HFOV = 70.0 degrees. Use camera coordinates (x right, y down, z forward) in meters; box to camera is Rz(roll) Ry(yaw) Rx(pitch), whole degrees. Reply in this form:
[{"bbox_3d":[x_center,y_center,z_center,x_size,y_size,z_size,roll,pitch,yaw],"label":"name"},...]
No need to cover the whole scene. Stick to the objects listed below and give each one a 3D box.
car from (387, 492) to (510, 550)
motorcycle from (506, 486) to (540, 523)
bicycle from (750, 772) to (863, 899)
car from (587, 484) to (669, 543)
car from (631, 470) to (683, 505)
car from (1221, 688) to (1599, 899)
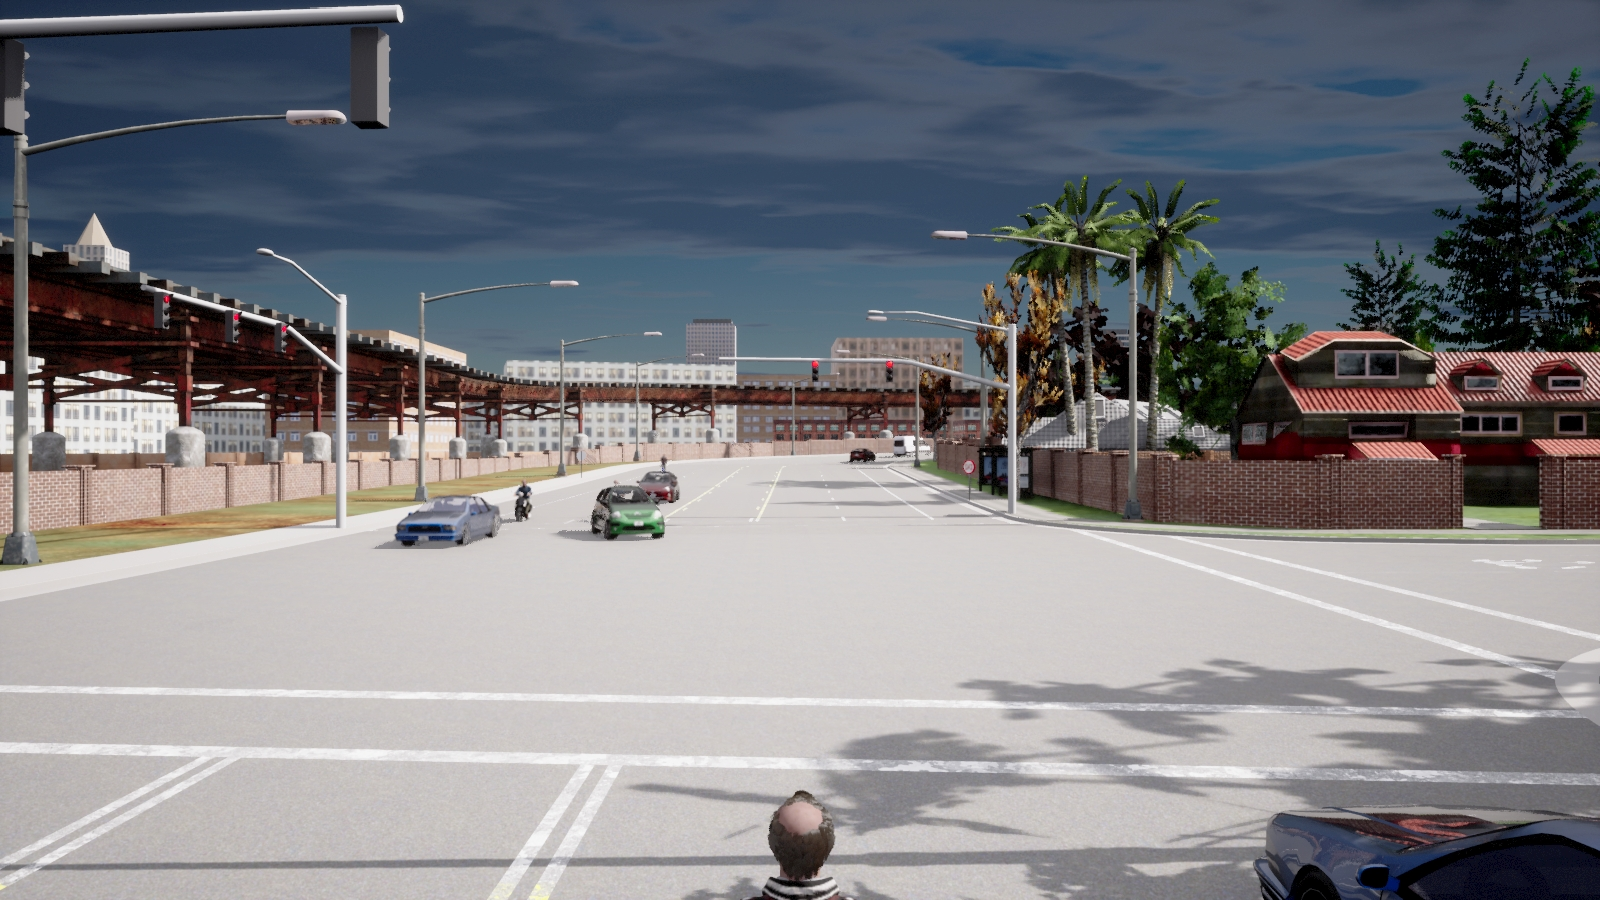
[{"bbox_3d":[-10.513,2.084,34.649,2.033,1.411,5.357,0,0,1],"label":"car"},{"bbox_3d":[-10.529,2.064,43.502,0.856,1.341,1.805,0,0,0],"label":"motorcycle"},{"bbox_3d":[0.019,2.048,3.681,0.329,1.496,1.835,0,0,0],"label":"bicycle"},{"bbox_3d":[-5.553,1.970,36.515,1.851,1.617,3.988,0,0,-20],"label":"car"},{"bbox_3d":[-7.040,1.835,56.740,2.007,1.525,4.514,0,1,0],"label":"car"},{"bbox_3d":[3.467,2.106,4.038,2.033,1.411,5.357,0,0,1],"label":"car"}]
